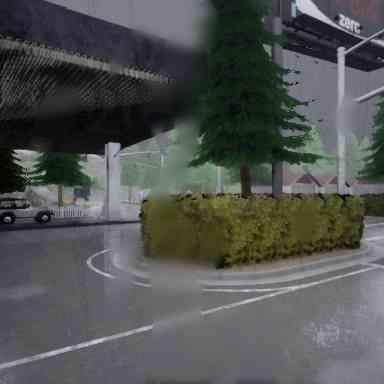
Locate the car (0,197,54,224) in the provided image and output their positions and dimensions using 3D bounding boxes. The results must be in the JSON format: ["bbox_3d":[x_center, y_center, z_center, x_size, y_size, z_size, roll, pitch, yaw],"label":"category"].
[{"bbox_3d":[-11.964,1.313,23.481,3.866,1.878,1.905,0,0,-36],"label":"car"}]
